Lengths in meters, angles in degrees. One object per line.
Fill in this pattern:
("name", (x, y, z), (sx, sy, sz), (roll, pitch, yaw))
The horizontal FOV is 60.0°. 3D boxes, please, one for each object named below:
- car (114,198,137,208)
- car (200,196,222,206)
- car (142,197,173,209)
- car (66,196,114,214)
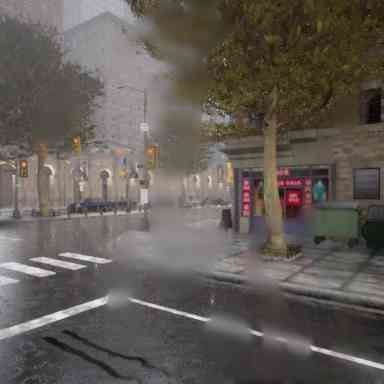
("car", (-10.215, 1.595, 47.935), (1.895, 1.301, 4.718), (0, 0, 36))
("car", (3.195, 1.505, 55.106), (1.837, 1.490, 4.892), (0, 0, 36))
("car", (-4.543, 1.505, 44.427), (1.837, 1.490, 4.892), (0, 0, 36))
("car", (-11.017, 1.352, 35.464), (2.097, 1.767, 4.553), (0, 0, 36))
